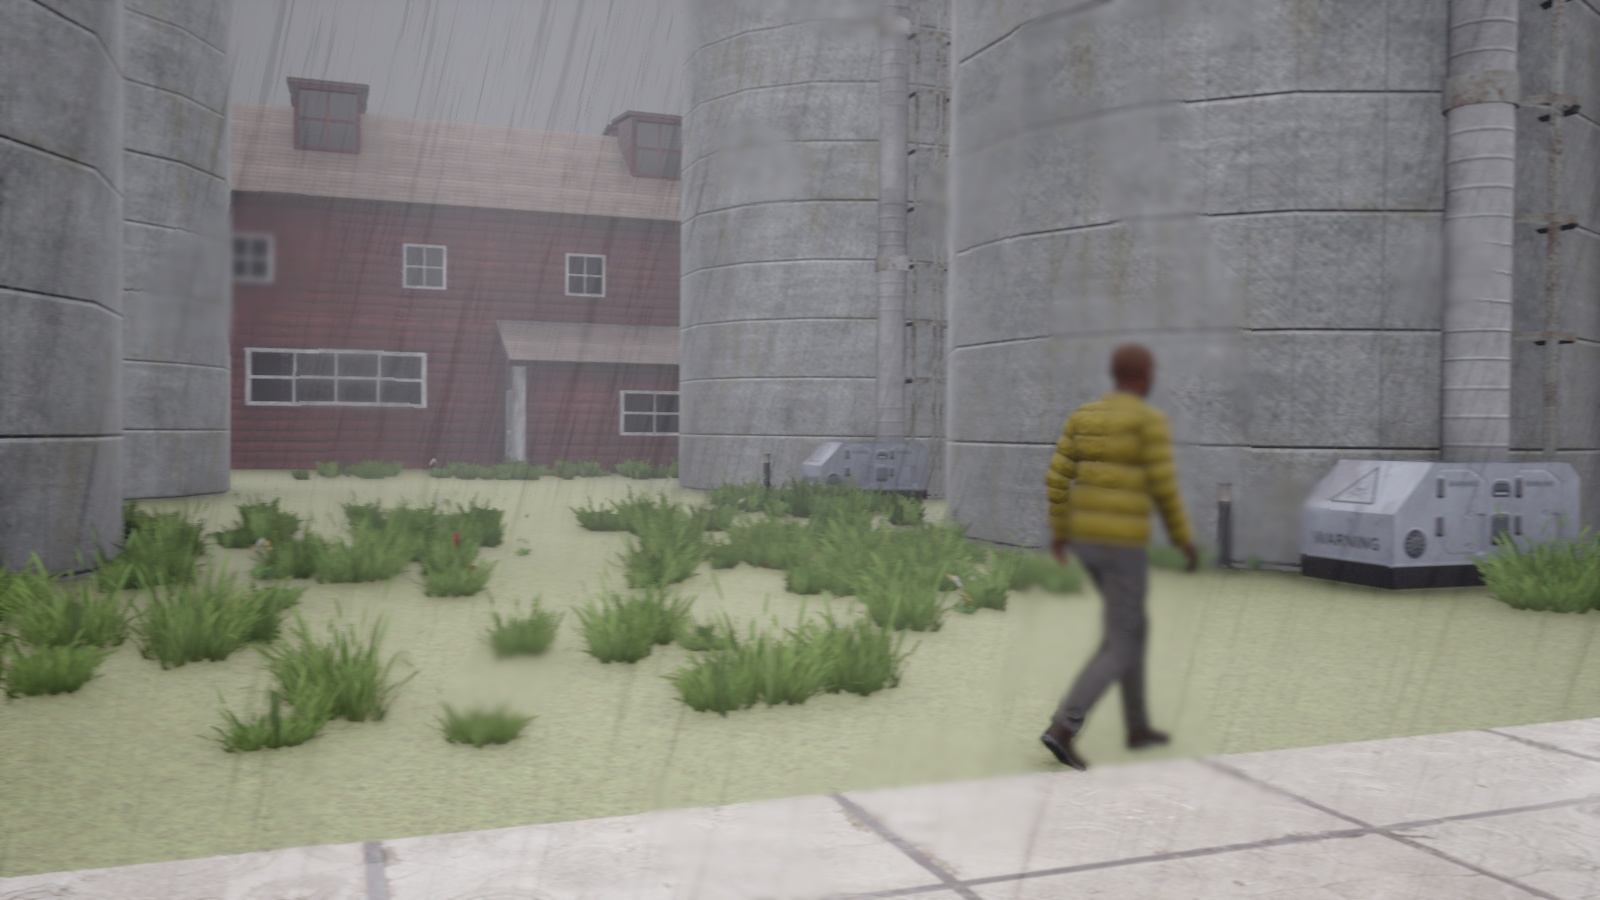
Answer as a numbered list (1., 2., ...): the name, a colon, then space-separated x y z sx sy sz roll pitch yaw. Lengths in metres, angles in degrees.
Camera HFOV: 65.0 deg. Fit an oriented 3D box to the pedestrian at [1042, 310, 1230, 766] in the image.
1. pedestrian: 1.447 0.350 5.396 0.726 1.835 0.370 -1 1 -32
